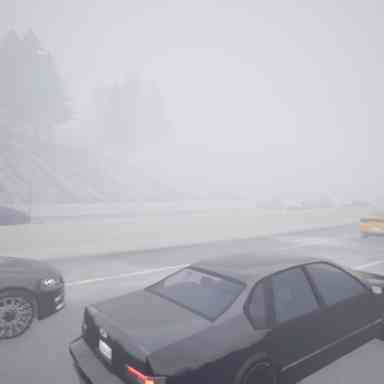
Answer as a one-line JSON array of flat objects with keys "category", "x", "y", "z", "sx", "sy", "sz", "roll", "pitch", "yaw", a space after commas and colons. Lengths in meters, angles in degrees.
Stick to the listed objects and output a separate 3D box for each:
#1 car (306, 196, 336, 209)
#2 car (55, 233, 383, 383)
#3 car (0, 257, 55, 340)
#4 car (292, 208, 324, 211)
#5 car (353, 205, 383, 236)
[{"category": "car", "x": 18.323, "y": 1.453, "z": 47.182, "sx": 4.553, "sy": 1.767, "sz": 2.097, "roll": 0, "pitch": 0, "yaw": -41}, {"category": "car", "x": 1.168, "y": 1.558, "z": 4.709, "sx": 5.357, "sy": 1.411, "sz": 2.033, "roll": 0, "pitch": 0, "yaw": -37}, {"category": "car", "x": -4.493, "y": 1.505, "z": 4.941, "sx": 4.902, "sy": 1.511, "sz": 2.128, "roll": 0, "pitch": 0, "yaw": -35}, {"category": "car", "x": 12.563, "y": 1.681, "z": 37.465, "sx": 4.718, "sy": 1.301, "sz": 1.895, "roll": 0, "pitch": 0, "yaw": -41}, {"category": "car", "x": 10.124, "y": 1.511, "z": 16.487, "sx": 5.008, "sy": 1.535, "sz": 1.882, "roll": 0, "pitch": 0, "yaw": -41}]
